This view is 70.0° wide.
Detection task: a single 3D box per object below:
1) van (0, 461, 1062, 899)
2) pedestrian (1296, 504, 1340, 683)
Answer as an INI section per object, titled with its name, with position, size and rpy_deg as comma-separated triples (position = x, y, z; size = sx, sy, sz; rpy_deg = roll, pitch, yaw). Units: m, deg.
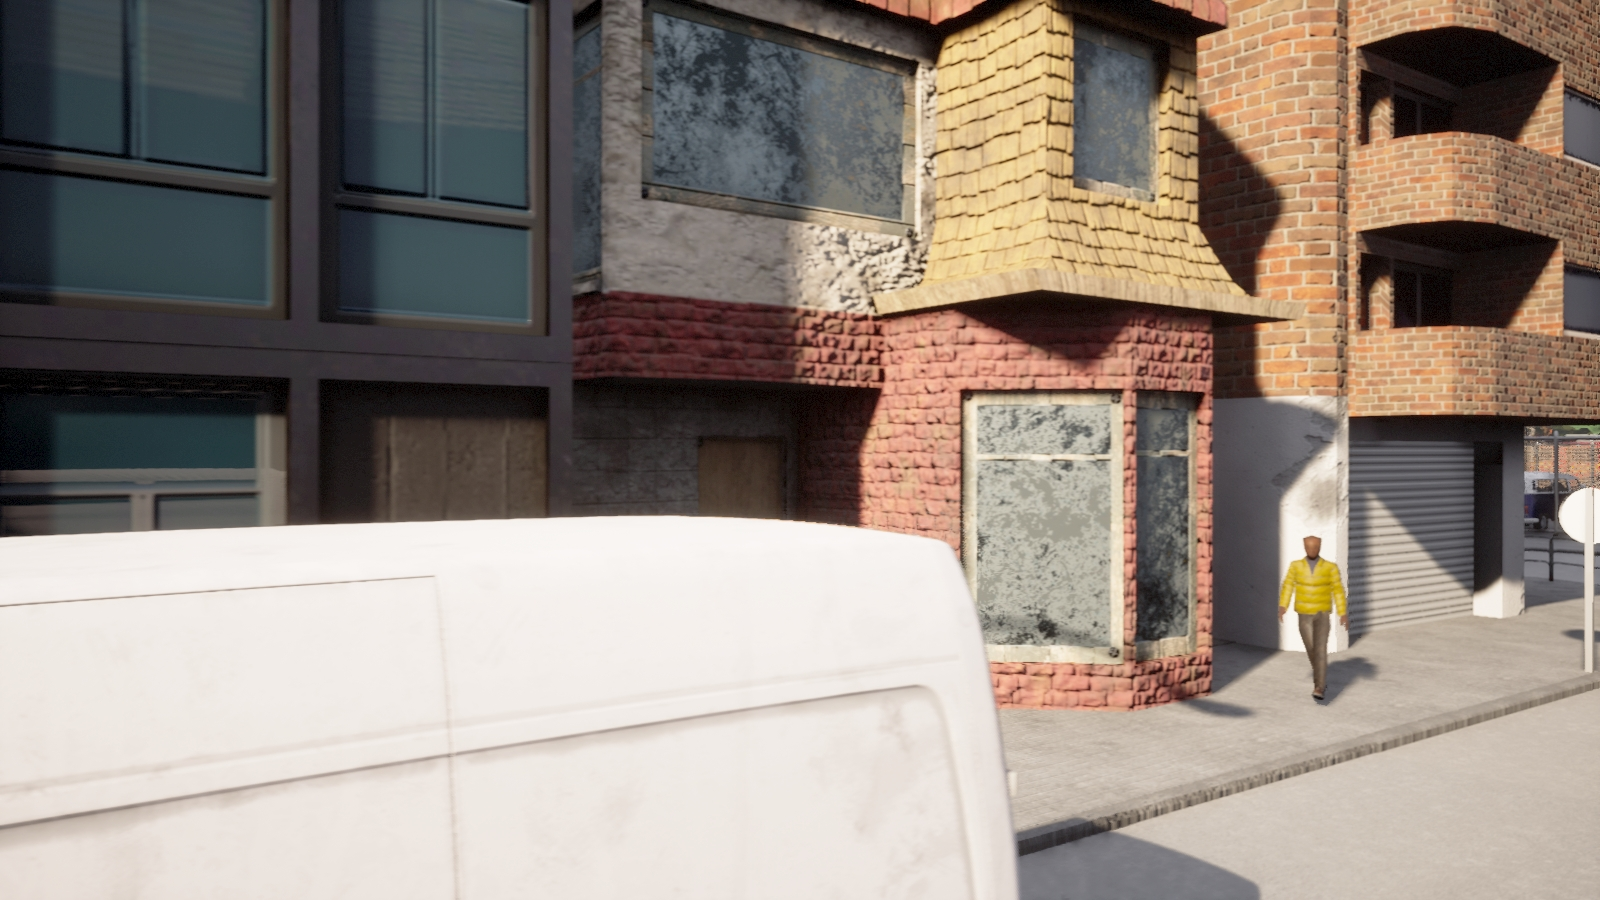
[van]
position = -2.138, 1.316, 2.849
size = 5.915, 2.561, 1.988
rpy_deg = 0, 0, -35
[pedestrian]
position = 5.574, 1.525, 12.298
size = 0.375, 1.860, 0.375
rpy_deg = 0, 0, 33
